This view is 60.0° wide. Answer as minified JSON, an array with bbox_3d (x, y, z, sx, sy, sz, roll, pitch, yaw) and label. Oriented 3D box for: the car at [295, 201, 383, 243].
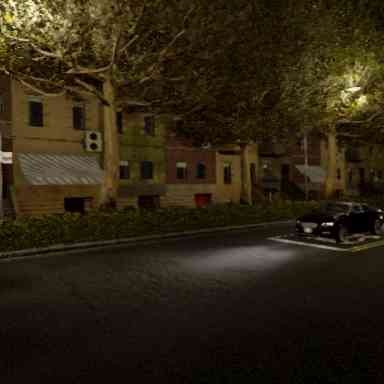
[{"bbox_3d":[6.429,1.162,14.351,4.902,1.511,2.128,-1,1,-37],"label":"car"}]
